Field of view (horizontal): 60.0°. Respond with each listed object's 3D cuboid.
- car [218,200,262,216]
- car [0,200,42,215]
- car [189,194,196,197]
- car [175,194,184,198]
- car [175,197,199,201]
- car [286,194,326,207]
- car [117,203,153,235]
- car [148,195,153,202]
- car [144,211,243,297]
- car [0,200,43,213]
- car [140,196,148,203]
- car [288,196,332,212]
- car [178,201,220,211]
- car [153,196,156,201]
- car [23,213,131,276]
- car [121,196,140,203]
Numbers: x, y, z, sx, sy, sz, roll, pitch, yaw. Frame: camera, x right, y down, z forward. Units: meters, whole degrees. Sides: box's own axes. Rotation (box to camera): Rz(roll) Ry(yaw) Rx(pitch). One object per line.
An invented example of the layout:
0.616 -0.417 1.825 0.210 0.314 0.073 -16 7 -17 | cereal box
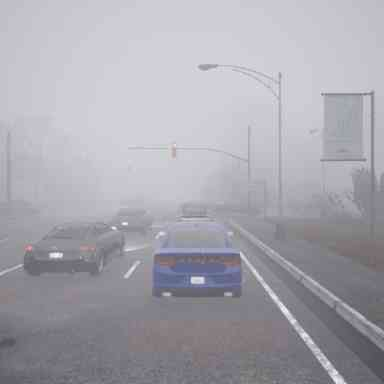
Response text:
4.258 1.525 31.664 4.674 1.442 1.812 0 0 3 | car
-17.537 1.601 32.930 4.718 1.301 1.895 0 0 3 | car
0.127 1.533 85.577 2.033 1.411 5.357 0 0 0 | car
-3.372 1.349 85.969 2.097 1.767 4.553 0 0 0 | car
0.616 1.564 35.381 4.181 1.385 1.994 0 0 3 | car
14.784 1.221 41.791 5.566 2.045 2.150 0 0 2 | car
-3.373 1.564 18.768 1.994 1.385 4.181 0 0 0 | car
-10.389 1.524 74.392 1.812 1.442 4.674 0 0 0 | car
0.112 1.478 8.611 1.882 1.535 5.008 0 0 0 | car
-18.970 1.563 36.743 4.181 1.385 1.994 0 0 0 | car
-10.429 1.564 64.788 1.994 1.385 4.181 0 0 2 | car
14.071 1.478 38.306 5.008 1.535 1.882 0 0 3 | car
0.127 1.491 18.110 2.128 1.511 4.902 0 0 0 | car
-10.374 1.549 84.418 1.994 1.385 4.181 0 0 0 | car
-3.395 1.564 10.385 1.994 1.385 4.181 0 0 1 | car
-10.503 1.491 55.436 2.128 1.511 4.902 0 0 0 | car
